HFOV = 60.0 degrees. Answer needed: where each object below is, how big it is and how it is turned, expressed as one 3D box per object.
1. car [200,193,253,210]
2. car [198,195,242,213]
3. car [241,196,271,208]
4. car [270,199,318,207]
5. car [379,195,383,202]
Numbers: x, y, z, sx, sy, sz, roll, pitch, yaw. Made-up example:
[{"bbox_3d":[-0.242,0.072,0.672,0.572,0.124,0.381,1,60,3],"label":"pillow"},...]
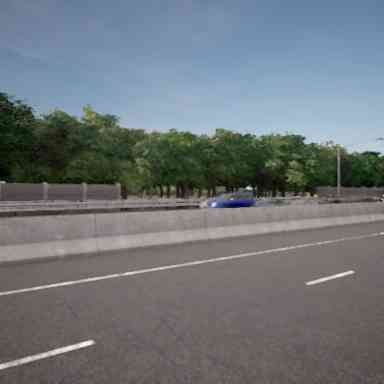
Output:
[{"bbox_3d":[3.800,1.131,32.505,5.566,2.045,2.150,0,0,-36],"label":"car"},{"bbox_3d":[3.082,1.258,36.290,4.553,1.767,2.097,0,0,-35],"label":"car"},{"bbox_3d":[7.120,1.412,30.571,4.892,1.490,1.837,0,0,-36],"label":"car"},{"bbox_3d":[9.005,1.431,27.618,4.674,1.442,1.812,0,0,-36],"label":"car"},{"bbox_3d":[35.739,1.098,59.476,5.566,2.045,2.150,0,0,-36],"label":"car"}]
